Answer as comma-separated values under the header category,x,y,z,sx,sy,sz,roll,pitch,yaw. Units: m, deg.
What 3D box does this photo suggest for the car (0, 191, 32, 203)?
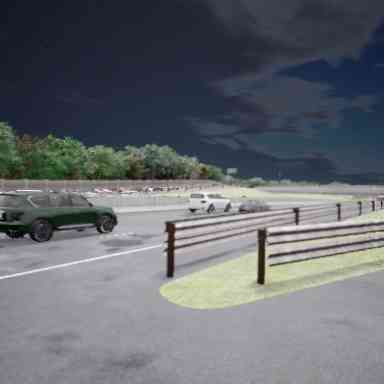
category,x,y,z,sx,sy,sz,roll,pitch,yaw
car,-25.397,0.643,46.839,2.033,1.411,5.357,1,1,19

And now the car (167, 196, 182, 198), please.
category,x,y,z,sx,sy,sz,roll,pitch,yaw
car,-1.137,1.338,52.974,2.033,1.411,5.357,1,0,35

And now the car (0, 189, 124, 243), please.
category,x,y,z,sx,sy,sz,roll,pitch,yaw
car,-5.987,1.011,15.218,2.150,2.045,5.566,1,1,35

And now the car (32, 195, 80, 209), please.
category,x,y,z,sx,sy,sz,roll,pitch,yaw
car,-15.590,1.057,38.483,1.837,1.490,4.892,1,0,35

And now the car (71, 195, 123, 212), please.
category,x,y,z,sx,sy,sz,roll,pitch,yaw
car,-9.768,1.140,34.597,2.128,1.511,4.902,1,0,35

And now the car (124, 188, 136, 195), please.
category,x,y,z,sx,sy,sz,roll,pitch,yaw
car,-14.554,-0.225,75.773,1.882,1.535,5.008,1,2,22

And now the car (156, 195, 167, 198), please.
category,x,y,z,sx,sy,sz,roll,pitch,yaw
car,-4.776,1.250,53.897,1.812,1.442,4.674,1,0,35

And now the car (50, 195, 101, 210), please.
category,x,y,z,sx,sy,sz,roll,pitch,yaw
car,-12.677,1.092,36.542,2.128,1.511,4.902,1,0,35

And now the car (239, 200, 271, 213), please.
category,x,y,z,sx,sy,sz,roll,pitch,yaw
car,6.299,1.465,32.822,1.994,1.385,4.181,1,0,35

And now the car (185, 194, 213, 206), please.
category,x,y,z,sx,sy,sz,roll,pitch,yaw
car,1.089,1.174,50.081,2.097,1.767,4.553,1,0,35

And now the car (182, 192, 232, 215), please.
category,x,y,z,sx,sy,sz,roll,pitch,yaw
car,1.793,1.052,32.474,2.150,2.045,5.566,1,0,35

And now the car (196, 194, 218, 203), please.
category,x,y,z,sx,sy,sz,roll,pitch,yaw
car,2.998,1.287,64.945,2.097,1.767,4.553,1,-1,35
